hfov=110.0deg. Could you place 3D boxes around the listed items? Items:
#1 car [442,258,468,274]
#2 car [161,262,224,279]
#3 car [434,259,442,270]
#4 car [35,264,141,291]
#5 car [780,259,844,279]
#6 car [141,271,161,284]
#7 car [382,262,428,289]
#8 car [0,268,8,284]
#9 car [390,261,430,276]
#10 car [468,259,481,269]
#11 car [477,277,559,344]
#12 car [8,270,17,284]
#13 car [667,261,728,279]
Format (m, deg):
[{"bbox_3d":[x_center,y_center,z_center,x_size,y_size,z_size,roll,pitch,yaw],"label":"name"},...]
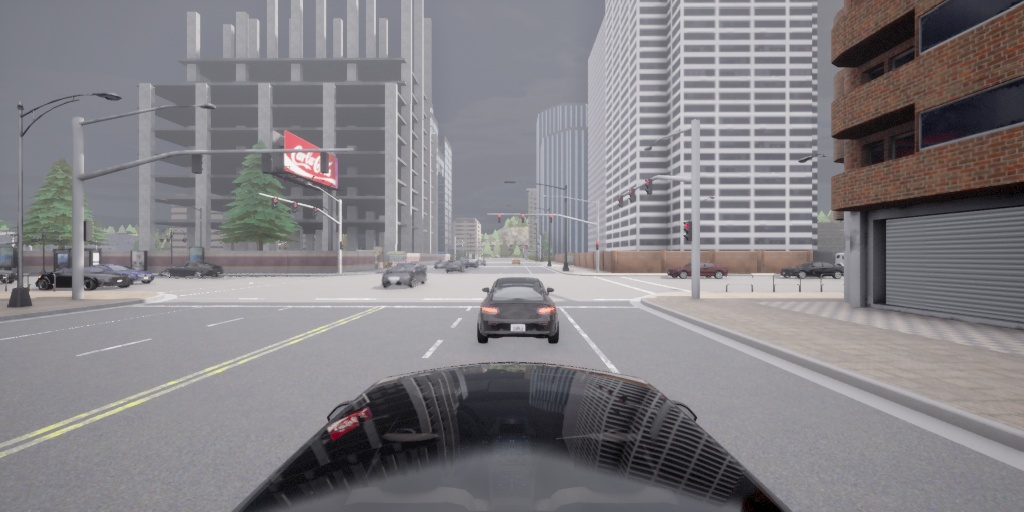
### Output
[{"bbox_3d":[-6.486,1.255,41.309,1.837,1.490,4.892,0,0,-2],"label":"car"},{"bbox_3d":[-28.747,1.255,32.200,4.892,1.490,1.837,0,0,1],"label":"car"},{"bbox_3d":[-10.001,1.242,52.203,2.128,1.511,4.902,0,0,1],"label":"car"},{"bbox_3d":[-25.503,1.314,21.503,4.181,1.385,1.994,0,0,0],"label":"car"},{"bbox_3d":[26.664,1.228,31.838,5.008,1.535,1.882,0,0,0],"label":"car"},{"bbox_3d":[-27.857,1.276,25.020,4.674,1.442,1.812,0,0,0],"label":"car"},{"bbox_3d":[-6.858,1.241,23.294,2.128,1.511,4.902,0,0,1],"label":"car"},{"bbox_3d":[-34.201,1.102,21.566,4.553,1.767,2.097,0,0,0],"label":"car"},{"bbox_3d":[-10.748,1.298,38.418,2.033,1.411,5.357,0,0,10],"label":"car"},{"bbox_3d":[-6.442,1.351,56.727,1.895,1.301,4.718,0,0,1],"label":"car"},{"bbox_3d":[0.160,1.276,9.502,1.812,1.442,4.674,0,0,1],"label":"car"},{"bbox_3d":[-37.846,1.255,25.091,4.892,1.490,1.837,0,0,0],"label":"car"},{"bbox_3d":[16.471,1.228,31.918,5.008,1.535,1.882,0,0,0],"label":"car"}]
